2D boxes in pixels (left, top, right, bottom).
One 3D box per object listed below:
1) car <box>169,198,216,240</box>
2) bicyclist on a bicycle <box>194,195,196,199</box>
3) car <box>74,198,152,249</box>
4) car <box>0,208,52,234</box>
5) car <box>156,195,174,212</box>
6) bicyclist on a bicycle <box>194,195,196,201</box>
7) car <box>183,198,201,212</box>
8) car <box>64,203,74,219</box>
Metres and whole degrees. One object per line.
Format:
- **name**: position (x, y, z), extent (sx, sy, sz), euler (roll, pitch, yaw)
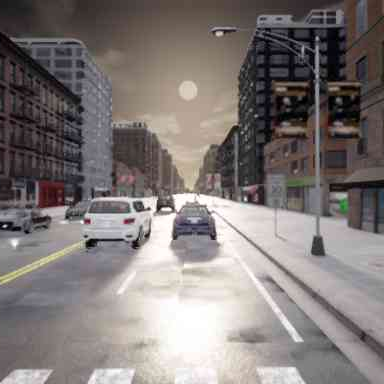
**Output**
- **car**: position (0.105, 1.399, 17.542), extent (2.097, 1.767, 4.553), euler (0, 0, 0)
- **bicyclist on a bicycle**: position (0.910, 1.655, 82.869), extent (0.866, 1.612, 1.509), euler (0, 0, 0)
- **car**: position (-3.146, 1.261, 14.973), extent (2.150, 2.045, 5.566), euler (0, 0, 0)
- **car**: position (-9.857, 1.615, 19.486), extent (1.994, 1.385, 4.181), euler (0, 0, -1)
- **car**: position (-3.151, 1.328, 40.714), extent (2.150, 2.045, 5.566), euler (0, 0, 0)
- **bicyclist on a bicycle**: position (0.917, 1.690, 91.871), extent (0.582, 1.620, 1.656), euler (0, 0, 0)
- **car**: position (0.033, 1.601, 41.783), extent (2.128, 1.511, 4.902), euler (0, 0, 1)
- **car**: position (-9.820, 1.582, 29.889), extent (1.837, 1.490, 4.892), euler (0, 0, 0)
